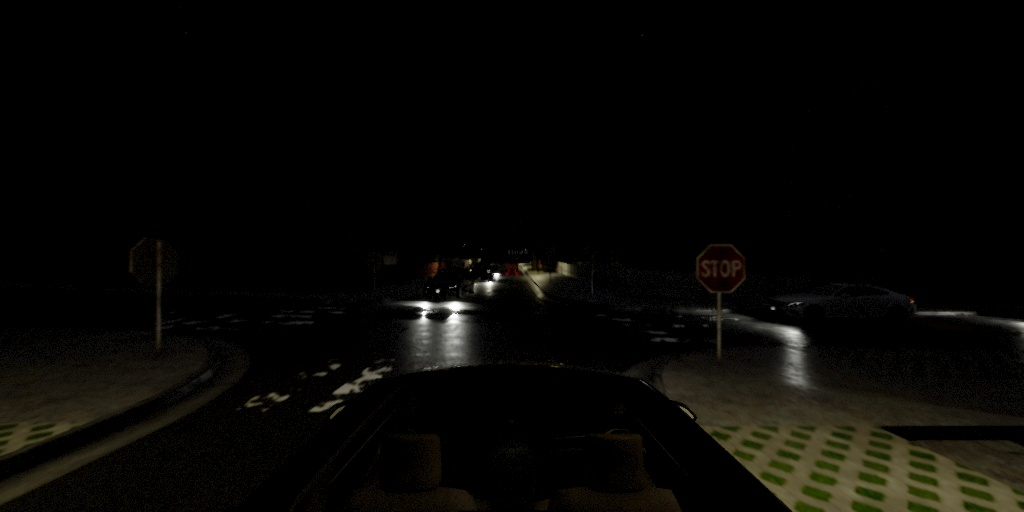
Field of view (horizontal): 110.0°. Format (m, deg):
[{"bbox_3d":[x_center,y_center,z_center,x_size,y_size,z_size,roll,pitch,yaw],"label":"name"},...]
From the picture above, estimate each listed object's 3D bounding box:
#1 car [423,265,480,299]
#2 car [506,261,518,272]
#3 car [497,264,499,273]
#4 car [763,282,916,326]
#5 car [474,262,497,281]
[{"bbox_3d":[-3.307,1.442,19.582,1.837,1.490,4.892,0,0,6],"label":"car"},{"bbox_3d":[0.000,1.568,54.727,1.882,1.535,5.008,0,0,0],"label":"car"},{"bbox_3d":[-2.825,1.683,50.544,1.895,1.301,4.718,0,0,0],"label":"car"},{"bbox_3d":[11.903,1.667,13.145,4.674,1.442,1.812,1,-1,0],"label":"car"},{"bbox_3d":[-2.846,1.375,33.712,2.097,1.767,4.553,0,0,0],"label":"car"}]
